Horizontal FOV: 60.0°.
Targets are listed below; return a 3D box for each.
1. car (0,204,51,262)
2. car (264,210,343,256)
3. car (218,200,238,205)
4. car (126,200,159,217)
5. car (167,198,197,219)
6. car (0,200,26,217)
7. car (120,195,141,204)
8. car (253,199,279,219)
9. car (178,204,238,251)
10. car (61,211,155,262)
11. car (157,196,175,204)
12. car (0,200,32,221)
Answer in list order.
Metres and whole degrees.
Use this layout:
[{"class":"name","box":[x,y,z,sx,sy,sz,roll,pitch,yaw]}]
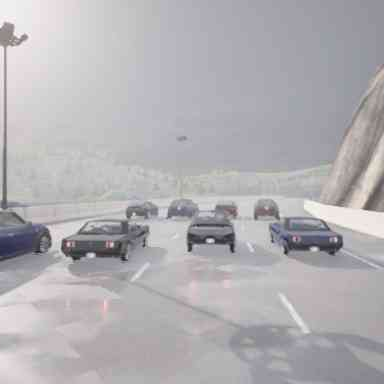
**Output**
[{"class":"car","box":[-6.424,1.342,10.651,2.097,1.767,4.553,0,0,4]},{"class":"car","box":[4.269,1.616,13.303,1.895,1.301,4.718,0,0,5]},{"class":"car","box":[3.252,1.499,31.008,1.882,1.535,5.008,0,0,11]},{"class":"car","box":[-4.236,1.509,28.975,1.837,1.490,4.892,0,0,10]},{"class":"car","box":[-0.678,1.364,28.920,2.097,1.767,4.553,0,0,10]},{"class":"car","box":[-18.274,1.521,31.226,2.033,1.411,5.357,0,0,10]},{"class":"car","box":[-12.223,1.481,66.583,1.882,1.535,5.008,0,0,21]},{"class":"car","box":[6.536,1.380,29.474,2.097,1.767,4.553,0,0,10]},{"class":"car","box":[0.856,1.500,14.112,2.128,1.511,4.902,0,0,5]},{"class":"car","box":[-2.843,1.600,12.137,1.895,1.301,4.718,0,0,4]},{"class":"car","box":[-5.109,1.576,65.544,1.994,1.385,4.181,0,0,21]},{"class":"car","box":[-15.400,1.456,26.888,1.882,1.535,5.008,0,0,9]}]
